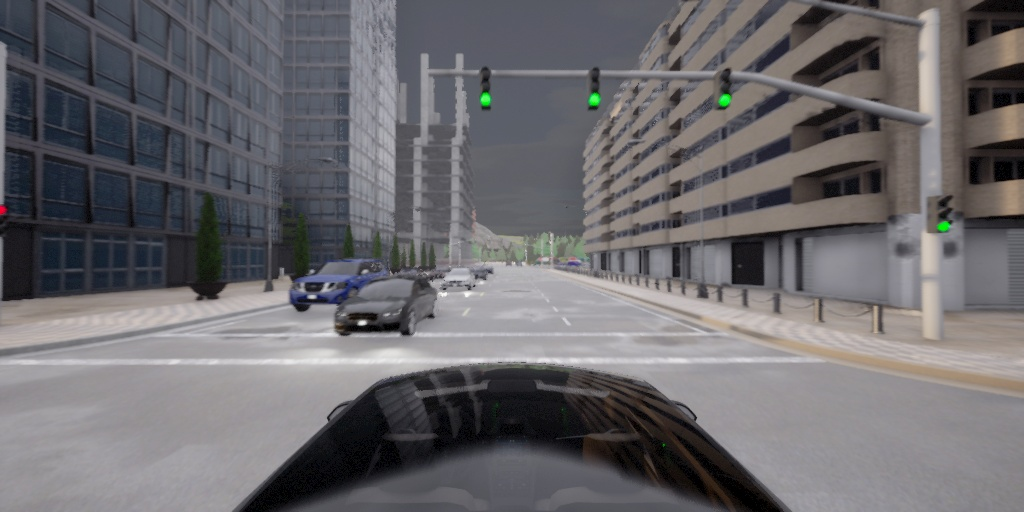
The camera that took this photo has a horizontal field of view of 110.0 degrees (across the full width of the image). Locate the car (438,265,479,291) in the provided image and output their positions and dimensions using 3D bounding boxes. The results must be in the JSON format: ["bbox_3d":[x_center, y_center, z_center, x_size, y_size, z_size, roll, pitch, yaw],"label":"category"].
[{"bbox_3d":[-3.599,1.561,24.998,1.812,1.442,4.674,0,0,0],"label":"car"}]

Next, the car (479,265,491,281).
[{"bbox_3d":[-3.500,1.735,35.654,1.994,1.385,4.181,0,-1,0],"label":"car"}]

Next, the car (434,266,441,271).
[{"bbox_3d":[-7.081,1.746,36.613,1.994,1.385,4.181,0,-1,0],"label":"car"}]

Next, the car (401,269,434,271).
[{"bbox_3d":[-7.096,1.597,24.964,1.994,1.385,4.181,0,-1,0],"label":"car"}]

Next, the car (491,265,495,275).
[{"bbox_3d":[-3.513,1.966,50.801,1.895,1.301,4.718,0,-1,0],"label":"car"}]

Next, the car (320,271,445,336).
[{"bbox_3d":[-3.499,1.358,10.810,1.837,1.490,4.892,0,-1,0],"label":"car"}]

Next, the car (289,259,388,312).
[{"bbox_3d":[-7.106,1.134,15.535,2.150,2.045,5.566,0,-1,0],"label":"car"}]
